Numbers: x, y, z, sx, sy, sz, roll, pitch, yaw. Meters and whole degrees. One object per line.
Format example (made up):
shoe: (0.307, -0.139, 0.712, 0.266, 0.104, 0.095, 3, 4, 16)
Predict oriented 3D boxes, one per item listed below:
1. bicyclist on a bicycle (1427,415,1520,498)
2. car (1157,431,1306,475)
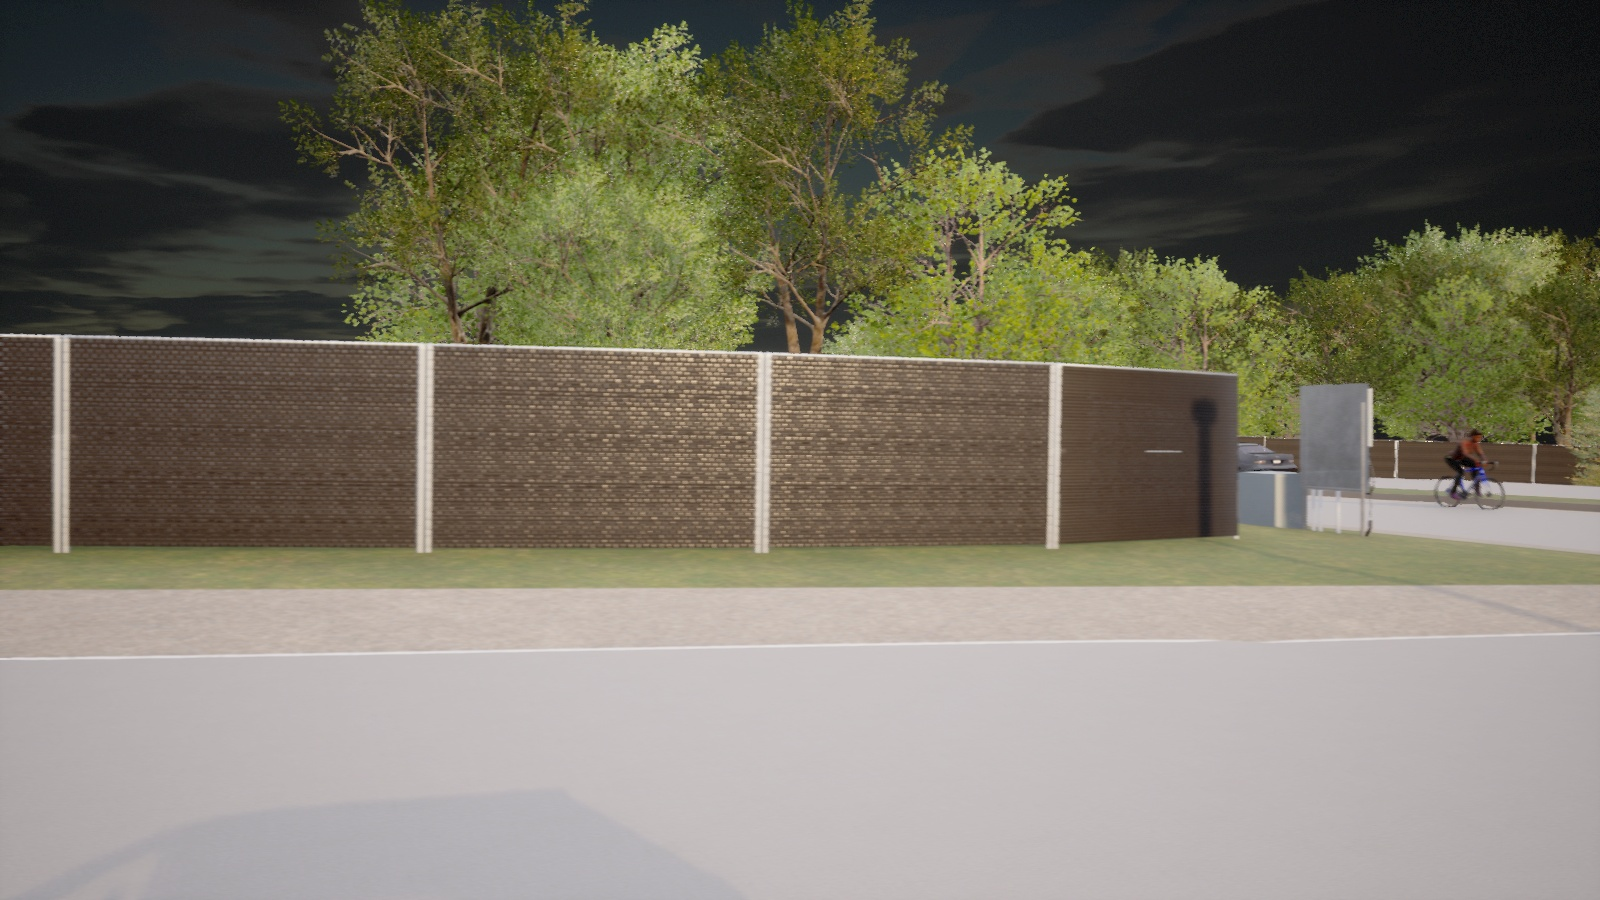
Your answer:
bicyclist on a bicycle: (13.641, 0.119, 25.478, 0.582, 1.620, 1.656, -2, 1, -21)
car: (15.095, 0.082, 44.320, 2.033, 1.411, 5.357, -2, 1, -20)
